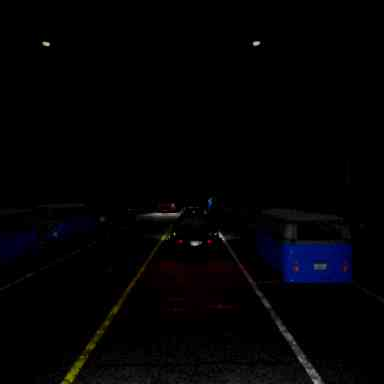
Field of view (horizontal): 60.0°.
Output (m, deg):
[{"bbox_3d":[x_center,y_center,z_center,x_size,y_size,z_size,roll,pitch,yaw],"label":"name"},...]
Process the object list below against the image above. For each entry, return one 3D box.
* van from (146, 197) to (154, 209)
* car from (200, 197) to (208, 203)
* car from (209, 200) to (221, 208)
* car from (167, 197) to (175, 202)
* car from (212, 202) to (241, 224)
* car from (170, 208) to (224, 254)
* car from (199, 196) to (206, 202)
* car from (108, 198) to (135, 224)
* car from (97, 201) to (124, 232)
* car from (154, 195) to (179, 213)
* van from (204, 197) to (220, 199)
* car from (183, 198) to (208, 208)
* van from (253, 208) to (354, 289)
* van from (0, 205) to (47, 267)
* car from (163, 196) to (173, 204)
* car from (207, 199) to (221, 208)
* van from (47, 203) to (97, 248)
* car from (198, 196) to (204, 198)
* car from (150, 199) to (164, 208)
[{"bbox_3d":[-5.654,1.577,48.539,1.690,1.788,3.998,0,0,0],"label":"van"},{"bbox_3d":[2.952,1.957,82.364,1.947,1.339,4.313,0,0,0],"label":"car"},{"bbox_3d":[2.832,1.736,31.599,1.802,1.307,4.206,0,0,0],"label":"car"},{"bbox_3d":[-5.560,1.982,88.024,1.947,1.339,4.313,0,0,0],"label":"car"},{"bbox_3d":[2.819,1.709,25.958,1.802,1.307,4.206,0,0,0],"label":"car"},{"bbox_3d":[0.109,1.593,13.691,1.812,1.442,4.674,0,0,0],"label":"car"},{"bbox_3d":[2.979,1.964,93.816,1.752,1.417,4.829,0,0,0],"label":"car"},{"bbox_3d":[-5.707,1.442,25.976,2.192,1.841,5.009,0,0,0],"label":"car"},{"bbox_3d":[-5.720,1.540,20.334,1.967,1.590,4.097,0,0,0],"label":"car"},{"bbox_3d":[-3.002,1.546,39.833,2.097,1.767,4.553,0,0,0],"label":"car"},{"bbox_3d":[2.858,1.549,42.881,1.690,1.788,3.998,0,0,0],"label":"van"},{"bbox_3d":[0.169,1.652,33.047,2.128,1.511,4.902,0,0,0],"label":"car"},{"bbox_3d":[2.778,1.385,9.038,1.690,1.788,3.998,0,0,0],"label":"van"},{"bbox_3d":[-5.747,1.386,9.053,1.690,1.788,3.998,0,0,0],"label":"van"},{"bbox_3d":[-5.587,1.807,76.742,1.967,1.590,4.097,0,0,0],"label":"car"},{"bbox_3d":[2.845,1.747,37.239,1.947,1.339,4.313,0,0,0],"label":"car"},{"bbox_3d":[-5.734,1.414,14.693,1.690,1.788,3.998,0,0,0],"label":"van"},{"bbox_3d":[2.516,1.801,67.180,1.882,1.535,5.008,0,0,0],"label":"car"},{"bbox_3d":[-5.640,1.807,54.179,1.887,1.381,4.507,0,0,0],"label":"car"}]
